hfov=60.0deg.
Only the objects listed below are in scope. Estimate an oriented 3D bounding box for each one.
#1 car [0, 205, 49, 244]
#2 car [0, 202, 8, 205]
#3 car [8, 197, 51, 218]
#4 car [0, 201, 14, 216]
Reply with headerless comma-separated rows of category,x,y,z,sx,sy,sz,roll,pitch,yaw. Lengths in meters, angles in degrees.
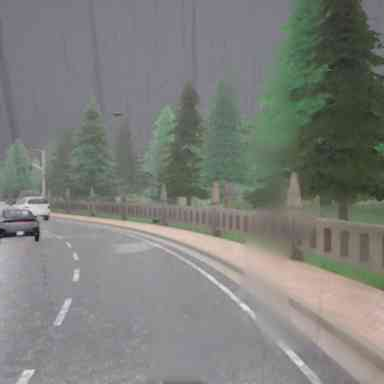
car,-8.949,1.634,16.854,2.128,1.511,4.902,0,0,-32
car,-16.049,1.725,25.858,1.837,1.490,4.892,0,-1,-40
car,-14.300,1.467,29.337,2.150,2.045,5.566,0,-1,-41
car,-21.694,1.844,37.615,1.812,1.442,4.674,0,0,-41
